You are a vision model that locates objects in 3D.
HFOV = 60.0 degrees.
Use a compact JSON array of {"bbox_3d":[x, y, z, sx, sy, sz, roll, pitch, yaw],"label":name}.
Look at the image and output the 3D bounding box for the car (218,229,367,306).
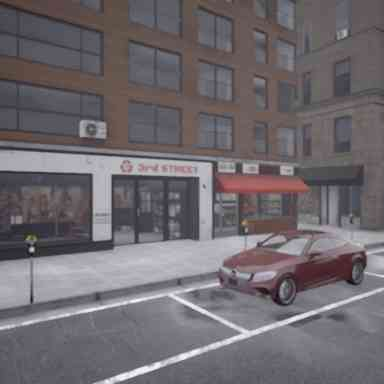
[{"bbox_3d":[2.544,1.581,7.930,4.206,1.307,1.802,0,0,-35],"label":"car"}]
